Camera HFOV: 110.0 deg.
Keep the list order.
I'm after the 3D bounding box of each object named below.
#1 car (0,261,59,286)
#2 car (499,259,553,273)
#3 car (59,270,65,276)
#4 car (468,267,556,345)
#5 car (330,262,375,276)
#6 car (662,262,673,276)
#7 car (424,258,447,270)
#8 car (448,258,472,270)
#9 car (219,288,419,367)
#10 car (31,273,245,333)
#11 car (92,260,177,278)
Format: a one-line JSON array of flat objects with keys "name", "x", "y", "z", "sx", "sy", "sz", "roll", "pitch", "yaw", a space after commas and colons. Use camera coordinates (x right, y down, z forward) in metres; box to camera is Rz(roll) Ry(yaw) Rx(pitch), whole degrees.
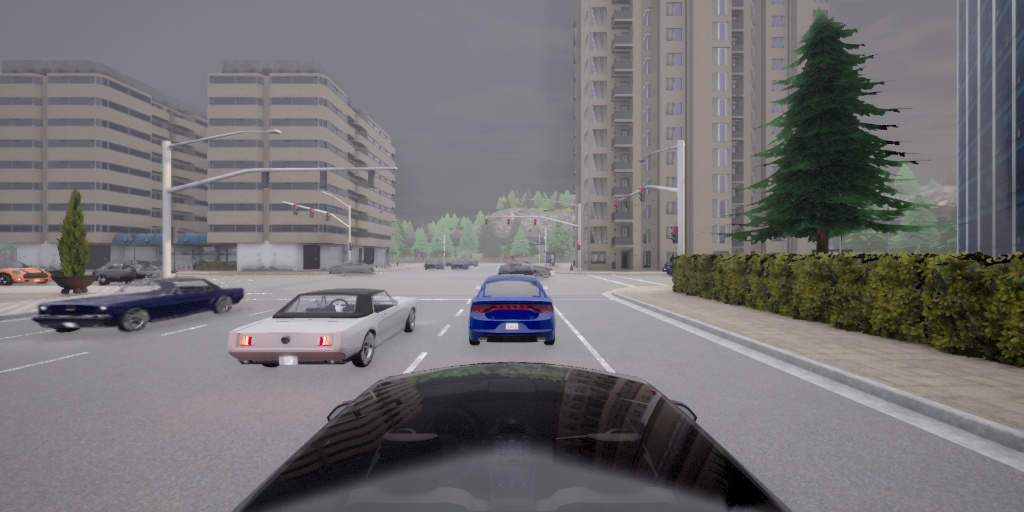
[{"name": "car", "x": -35.097, "y": 1.102, "z": 24.810, "sx": 4.553, "sy": 1.767, "sz": 2.097, "roll": 0, "pitch": 0, "yaw": 0}, {"name": "car", "x": 1.157, "y": 1.241, "z": 30.636, "sx": 4.902, "sy": 1.511, "sz": 2.128, "roll": 0, "pitch": 0, "yaw": 29}, {"name": "car", "x": -38.613, "y": 1.351, "z": 28.318, "sx": 4.718, "sy": 1.301, "sz": 1.895, "roll": 0, "pitch": 0, "yaw": 0}, {"name": "car", "x": -0.004, "y": 1.228, "z": 9.507, "sx": 1.882, "sy": 1.535, "sz": 5.008, "roll": 0, "pitch": 0, "yaw": 0}, {"name": "car", "x": -16.263, "y": 1.314, "z": 36.610, "sx": 4.181, "sy": 1.385, "sz": 1.994, "roll": 0, "pitch": 0, "yaw": -27}, {"name": "car", "x": 17.894, "y": 0.971, "z": 35.453, "sx": 5.566, "sy": 2.045, "sz": 2.150, "roll": 0, "pitch": 0, "yaw": 0}, {"name": "car", "x": -11.034, "y": 1.102, "z": 50.917, "sx": 2.097, "sy": 1.767, "sz": 4.553, "roll": 0, "pitch": 0, "yaw": 0}, {"name": "car", "x": -7.544, "y": 1.102, "z": 52.136, "sx": 2.097, "sy": 1.767, "sz": 4.553, "roll": 0, "pitch": 0, "yaw": 0}, {"name": "car", "x": -3.496, "y": 1.351, "z": 7.841, "sx": 1.895, "sy": 1.301, "sz": 4.718, "roll": 0, "pitch": 0, "yaw": 0}, {"name": "car", "x": -10.680, "y": 1.351, "z": 10.852, "sx": 1.895, "sy": 1.301, "sz": 4.718, "roll": 0, "pitch": 0, "yaw": -1}, {"name": "car", "x": -25.946, "y": 1.241, "z": 24.780, "sx": 4.902, "sy": 1.511, "sz": 2.128, "roll": 0, "pitch": 0, "yaw": 1}]
